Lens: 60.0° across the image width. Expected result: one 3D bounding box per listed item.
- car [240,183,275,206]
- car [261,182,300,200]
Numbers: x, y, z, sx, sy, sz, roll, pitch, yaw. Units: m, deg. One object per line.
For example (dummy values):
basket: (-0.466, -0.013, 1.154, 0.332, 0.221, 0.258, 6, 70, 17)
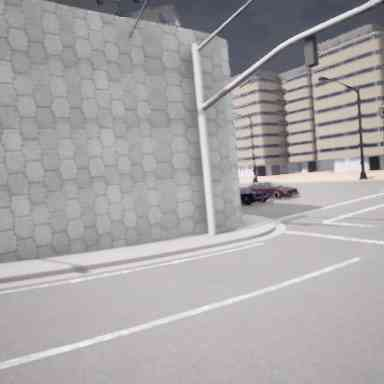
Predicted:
car: (3.886, 0.291, 26.349, 1.895, 1.301, 4.718, -8, 5, -35)
car: (6.531, -0.164, 28.623, 2.033, 1.411, 5.357, -8, 5, -35)
